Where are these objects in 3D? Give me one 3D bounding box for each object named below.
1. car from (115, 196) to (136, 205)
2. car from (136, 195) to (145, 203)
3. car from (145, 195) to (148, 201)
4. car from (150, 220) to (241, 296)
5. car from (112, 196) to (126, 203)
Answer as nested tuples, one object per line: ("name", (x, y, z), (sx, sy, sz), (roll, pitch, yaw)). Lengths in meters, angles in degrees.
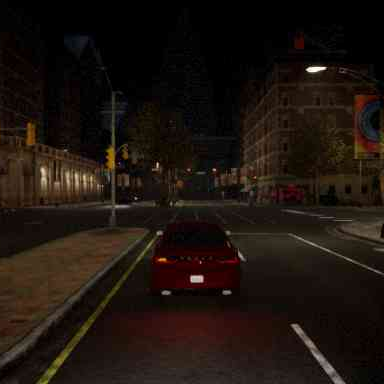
("car", (-11.760, 1.586, 58.768), (1.895, 1.301, 4.718), (0, 0, 0))
("car", (-11.738, 1.523, 68.842), (2.033, 1.411, 5.357), (0, 0, 0))
("car", (-11.775, 1.458, 79.321), (1.882, 1.535, 5.008), (0, 0, 0))
("car", (0.053, 1.475, 8.696), (1.882, 1.535, 5.008), (0, 0, -1))
("car", (-14.988, 1.578, 68.896), (1.895, 1.301, 4.718), (0, 0, 0))
